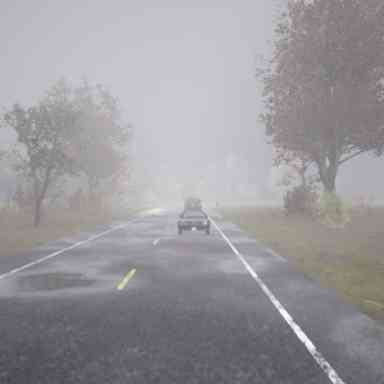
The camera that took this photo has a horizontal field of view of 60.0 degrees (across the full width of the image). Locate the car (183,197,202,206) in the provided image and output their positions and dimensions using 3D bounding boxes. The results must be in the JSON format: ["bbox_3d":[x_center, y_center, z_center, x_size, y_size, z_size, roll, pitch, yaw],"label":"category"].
[{"bbox_3d":[0.118,1.679,42.106,2.150,2.045,5.566,0,-1,0],"label":"car"}]

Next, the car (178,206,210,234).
[{"bbox_3d":[0.113,1.811,20.967,1.895,1.301,4.718,0,-1,0],"label":"car"}]
